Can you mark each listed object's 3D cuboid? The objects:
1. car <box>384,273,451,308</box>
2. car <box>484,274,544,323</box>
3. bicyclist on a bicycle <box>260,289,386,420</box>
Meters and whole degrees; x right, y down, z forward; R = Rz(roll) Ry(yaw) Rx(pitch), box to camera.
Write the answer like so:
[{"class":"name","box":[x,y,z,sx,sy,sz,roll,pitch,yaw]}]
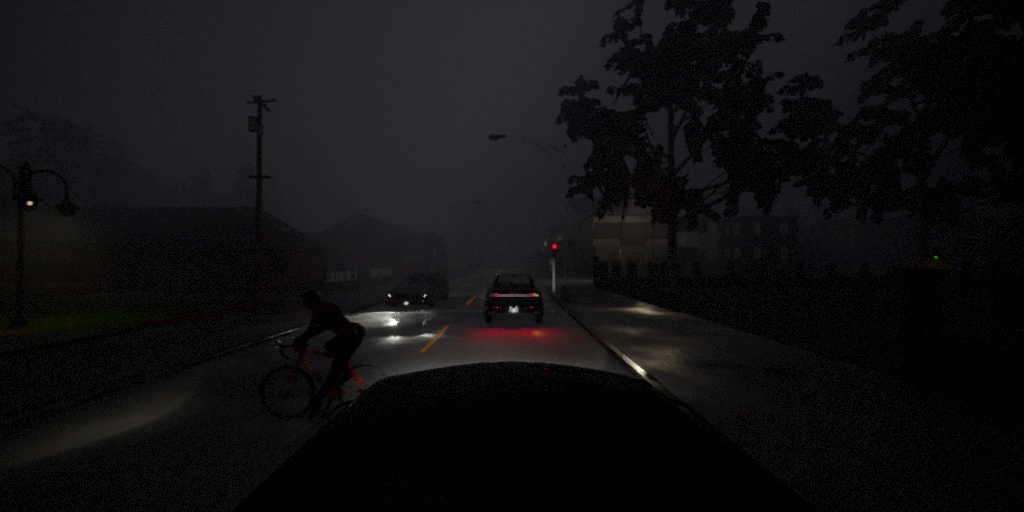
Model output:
[{"class":"car","box":[-4.096,1.485,16.575,2.033,1.411,5.357,0,-1,0]},{"class":"car","box":[0.057,1.380,12.745,2.128,1.511,4.902,0,-1,0]},{"class":"bicyclist on a bicycle","box":[-2.341,1.238,4.496,1.656,1.620,0.582,-1,-1,0]}]
